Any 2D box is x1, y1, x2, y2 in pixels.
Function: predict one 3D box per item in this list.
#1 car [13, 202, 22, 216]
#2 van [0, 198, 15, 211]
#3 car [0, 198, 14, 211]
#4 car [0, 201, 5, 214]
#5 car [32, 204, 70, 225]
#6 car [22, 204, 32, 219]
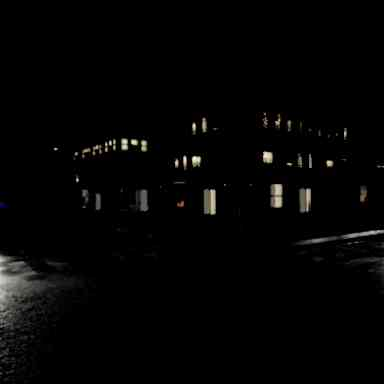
[{"bbox_3d":[-17.442,1.968,35.471,1.802,1.307,4.206,-2,0,-35],"label":"car"},{"bbox_3d":[-27.073,1.909,49.003,1.690,1.788,3.998,-1,0,-35],"label":"van"},{"bbox_3d":[-30.282,1.942,53.513,2.192,1.841,5.009,-1,0,-35],"label":"car"},{"bbox_3d":[-25.655,2.130,42.563,1.895,1.301,4.718,-1,0,-35],"label":"car"},{"bbox_3d":[-11.027,1.811,26.450,2.008,1.369,4.403,-2,0,-35],"label":"car"},{"bbox_3d":[-14.235,1.905,30.961,1.802,1.307,4.206,-2,0,-35],"label":"car"}]
